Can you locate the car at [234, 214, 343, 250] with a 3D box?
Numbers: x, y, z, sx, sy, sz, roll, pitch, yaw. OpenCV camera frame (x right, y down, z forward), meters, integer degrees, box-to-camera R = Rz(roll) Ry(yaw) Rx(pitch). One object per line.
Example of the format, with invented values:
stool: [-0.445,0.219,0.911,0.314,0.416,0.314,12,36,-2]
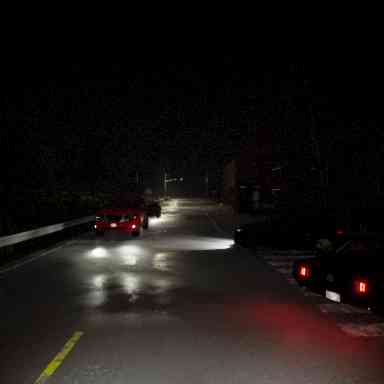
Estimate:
car: [3.814,1.564,13.266,4.181,1.385,1.994,0,0,24]

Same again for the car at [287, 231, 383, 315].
car: [4.505,1.601,7.103,4.718,1.301,1.895,0,0,-29]

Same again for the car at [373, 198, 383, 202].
car: [27.130,1.506,46.961,1.816,1.474,4.193,0,0,-1]

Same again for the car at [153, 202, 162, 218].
car: [-3.782,1.563,29.587,1.994,1.385,4.181,0,0,0]

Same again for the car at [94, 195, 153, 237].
car: [-3.734,1.221,18.520,2.150,2.045,5.566,0,0,0]
